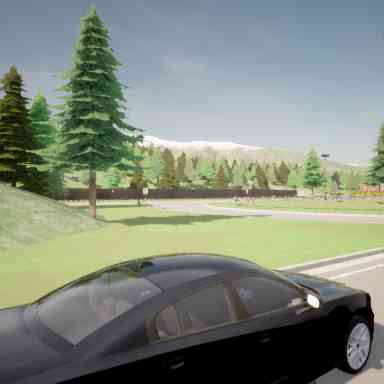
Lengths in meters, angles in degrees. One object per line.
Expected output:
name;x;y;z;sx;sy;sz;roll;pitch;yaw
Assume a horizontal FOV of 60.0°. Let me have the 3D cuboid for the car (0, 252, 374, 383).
car;0.212;1.478;3.905;5.008;1.535;1.882;0;0;-36
